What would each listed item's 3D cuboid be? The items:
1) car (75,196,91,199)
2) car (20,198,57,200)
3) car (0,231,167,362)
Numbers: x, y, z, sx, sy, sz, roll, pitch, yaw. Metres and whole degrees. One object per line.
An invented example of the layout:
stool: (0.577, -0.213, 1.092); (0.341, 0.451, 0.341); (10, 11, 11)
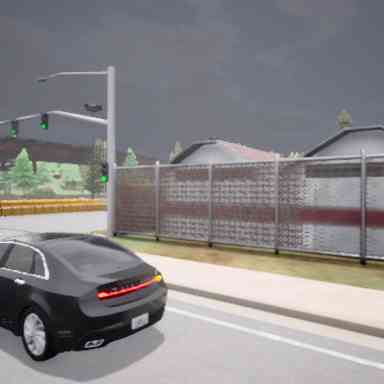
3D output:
car: (-16.181, 1.271, 49.324); (1.812, 1.442, 4.674); (0, 0, 34)
car: (-16.185, 1.354, 36.749); (1.994, 1.385, 4.181); (0, 0, 34)
car: (-2.651, 1.472, 5.902); (4.892, 1.490, 1.837); (0, 0, 36)
